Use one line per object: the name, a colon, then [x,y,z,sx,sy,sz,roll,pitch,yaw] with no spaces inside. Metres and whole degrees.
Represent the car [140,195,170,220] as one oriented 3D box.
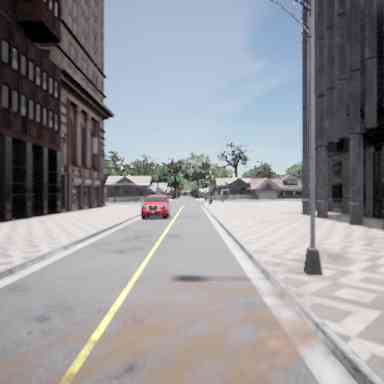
car: [-3.098,1.267,29.179,2.150,2.045,5.566,0,0,0]
